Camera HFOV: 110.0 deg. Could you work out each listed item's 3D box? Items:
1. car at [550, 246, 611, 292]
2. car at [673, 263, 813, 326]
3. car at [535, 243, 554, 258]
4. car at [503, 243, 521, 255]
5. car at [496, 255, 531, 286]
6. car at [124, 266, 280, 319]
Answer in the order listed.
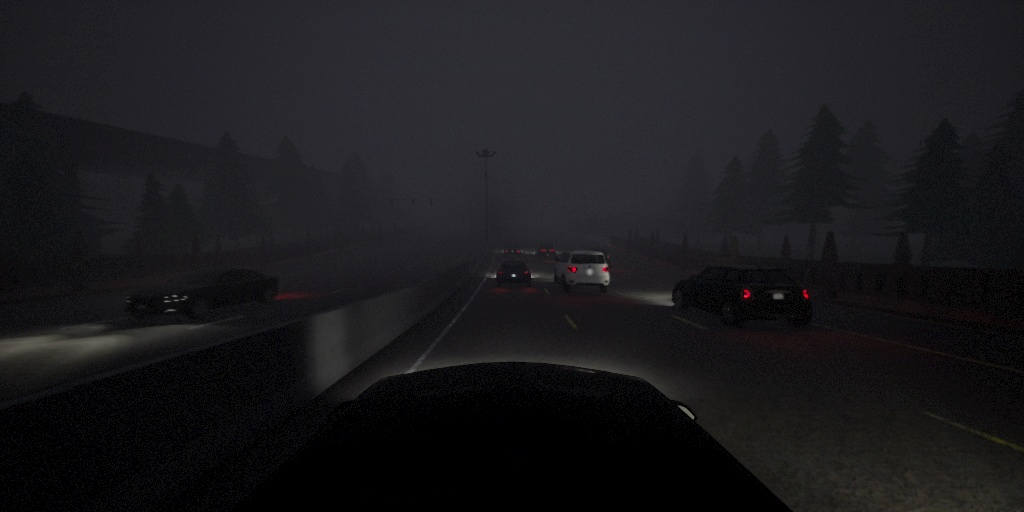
[{"bbox_3d":[3.598,0.672,19.281,2.150,2.045,5.566,0,3,0],"label":"car"},{"bbox_3d":[7.096,1.054,11.662,2.097,1.767,4.553,0,1,0],"label":"car"},{"bbox_3d":[3.534,-0.672,37.818,1.837,1.490,4.892,0,7,0],"label":"car"},{"bbox_3d":[0.031,-0.739,38.664,2.033,1.411,5.357,0,7,0],"label":"car"},{"bbox_3d":[0.097,0.907,21.408,1.994,1.385,4.181,0,3,0],"label":"car"},{"bbox_3d":[-10.559,1.159,12.731,1.882,1.535,5.008,0,1,0],"label":"car"}]
